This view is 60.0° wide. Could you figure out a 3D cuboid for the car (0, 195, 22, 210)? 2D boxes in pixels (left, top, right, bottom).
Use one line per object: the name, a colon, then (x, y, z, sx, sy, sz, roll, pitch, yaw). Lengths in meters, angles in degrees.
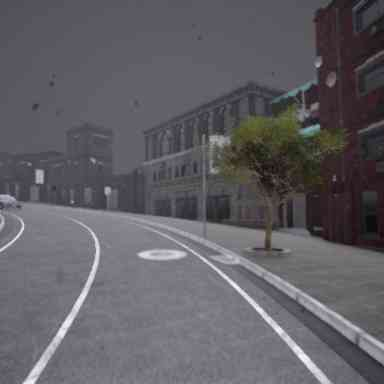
car: (-19.567, 1.030, 35.046, 4.674, 1.442, 1.812, 2, -1, 42)
